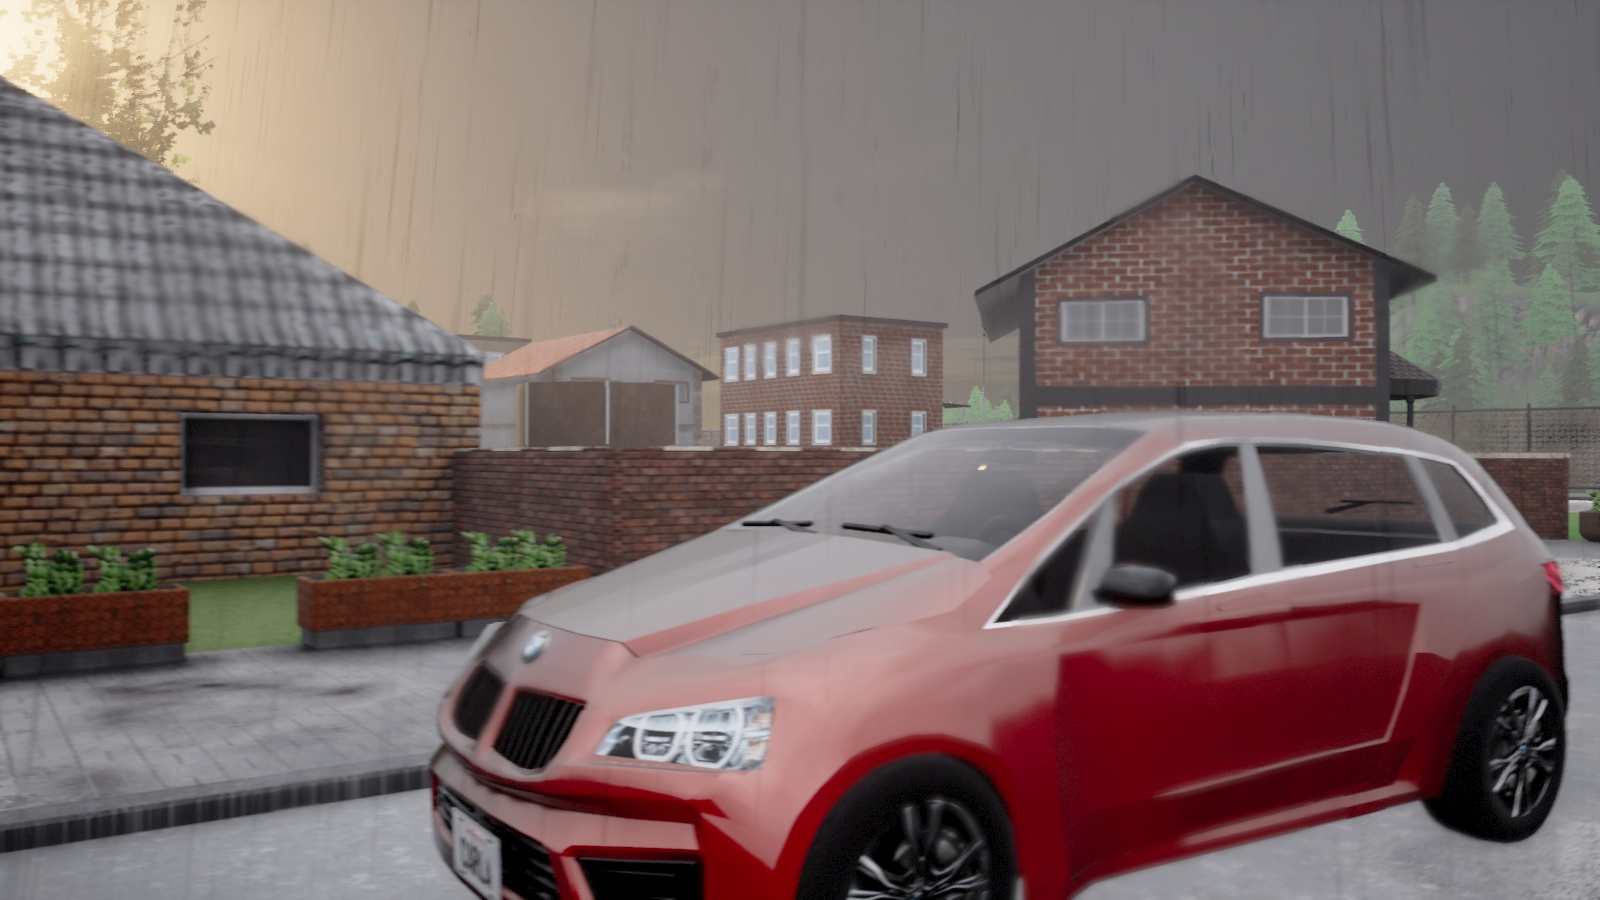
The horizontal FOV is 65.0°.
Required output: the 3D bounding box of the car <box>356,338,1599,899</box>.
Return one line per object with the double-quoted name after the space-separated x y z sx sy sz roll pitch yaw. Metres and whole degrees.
0.937 0.599 4.871 4.611 1.667 2.242 0 0 -33 "car"
